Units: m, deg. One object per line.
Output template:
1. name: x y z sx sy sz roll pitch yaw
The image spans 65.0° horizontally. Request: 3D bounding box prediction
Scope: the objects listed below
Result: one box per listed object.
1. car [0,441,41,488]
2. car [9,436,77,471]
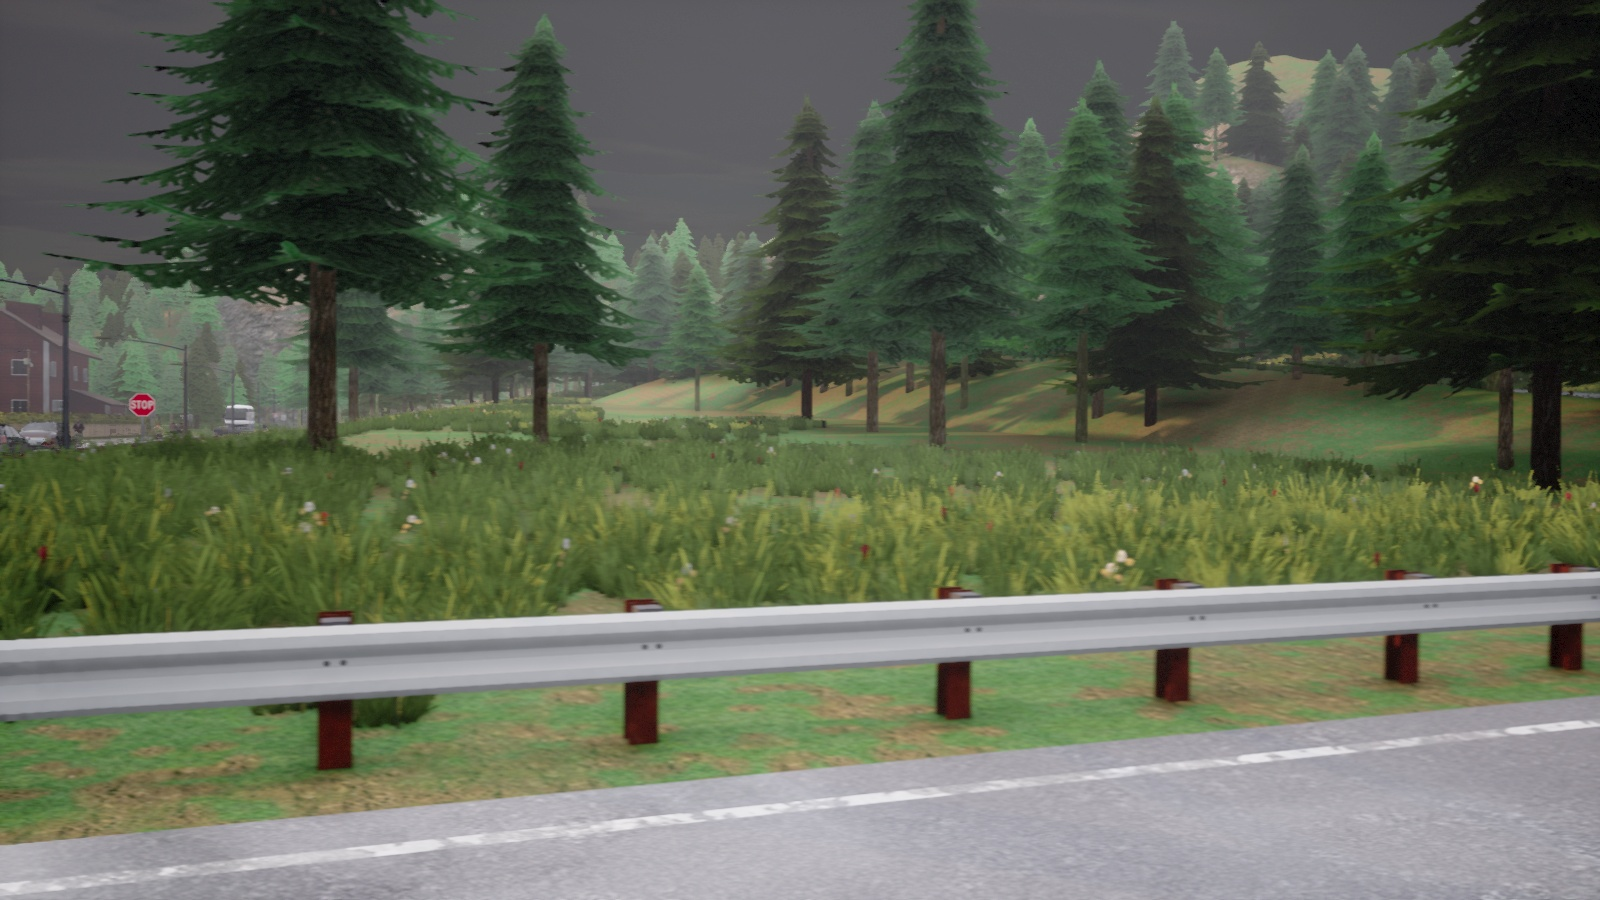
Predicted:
1. car: -27.130 0.458 42.431 1.845 1.501 3.633 -1 1 -20
2. car: -38.699 0.149 64.281 2.033 1.649 4.856 -1 1 -20
